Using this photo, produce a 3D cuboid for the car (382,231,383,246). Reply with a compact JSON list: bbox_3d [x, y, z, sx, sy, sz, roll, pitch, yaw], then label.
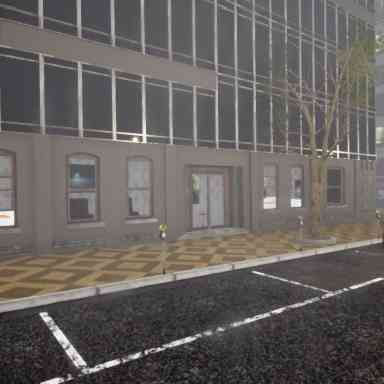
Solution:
[{"bbox_3d":[9.365,1.436,13.280,4.097,1.590,1.967,0,-1,-36],"label":"car"}]
